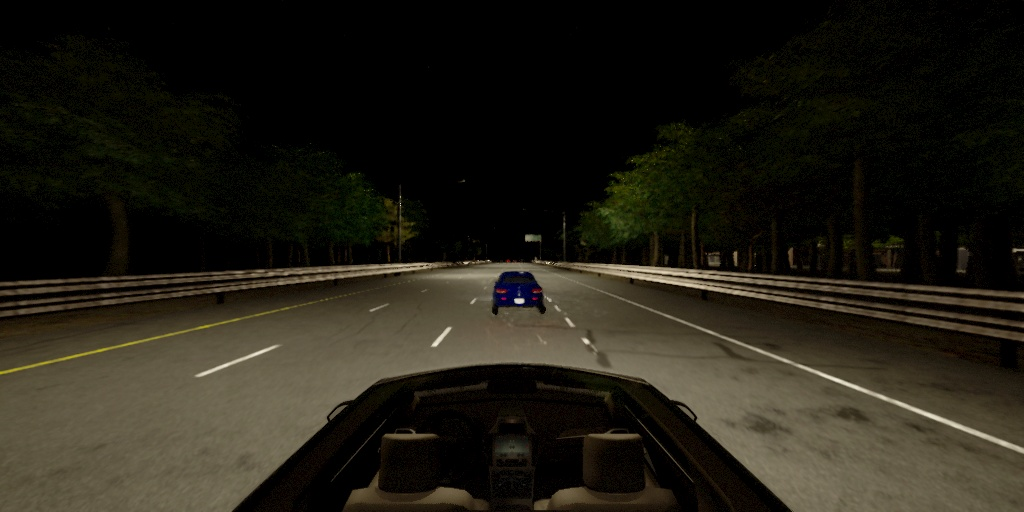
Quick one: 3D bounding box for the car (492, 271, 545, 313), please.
[{"bbox_3d":[0.201,1.312,14.021,1.812,1.442,4.674,0,0,-1],"label":"car"}]
